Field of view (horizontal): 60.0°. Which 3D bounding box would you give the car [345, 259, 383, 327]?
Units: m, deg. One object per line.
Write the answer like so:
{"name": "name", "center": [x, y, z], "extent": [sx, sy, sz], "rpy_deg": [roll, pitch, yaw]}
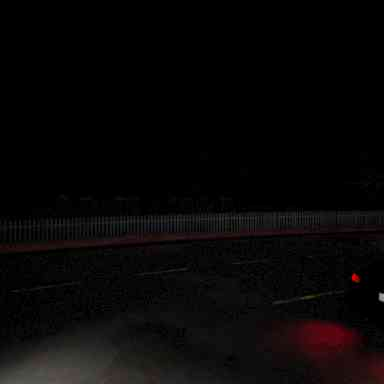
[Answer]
{"name": "car", "center": [4.758, 1.564, 5.749], "extent": [4.181, 1.385, 1.994], "rpy_deg": [0, 0, -24]}
